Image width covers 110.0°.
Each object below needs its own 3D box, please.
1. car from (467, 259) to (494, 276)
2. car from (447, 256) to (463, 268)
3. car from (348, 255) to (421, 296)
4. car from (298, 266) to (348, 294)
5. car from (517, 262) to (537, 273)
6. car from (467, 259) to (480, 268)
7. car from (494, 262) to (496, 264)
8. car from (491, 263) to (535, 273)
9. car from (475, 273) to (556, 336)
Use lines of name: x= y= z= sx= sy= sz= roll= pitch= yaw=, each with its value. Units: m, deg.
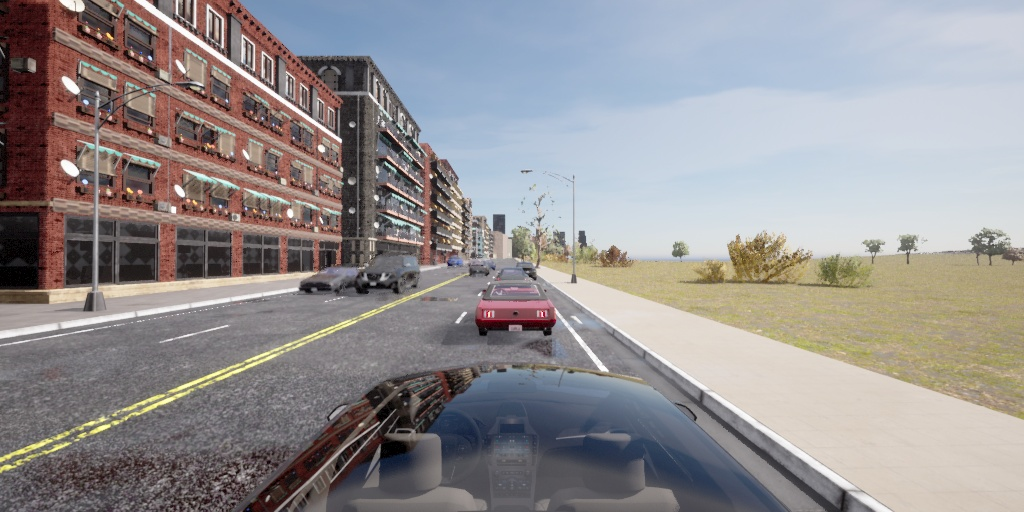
car: x=-3.241 y=1.245 z=36.524 sx=2.128 sy=1.511 sz=4.902 roll=0 pitch=0 yaw=0
car: x=-9.972 y=0.976 z=63.046 sx=2.150 sy=2.045 sz=5.566 roll=0 pitch=0 yaw=0
car: x=-6.646 y=0.975 z=19.908 sx=2.150 sy=2.045 sz=5.566 roll=0 pitch=0 yaw=0
car: x=-9.898 y=1.301 z=20.587 sx=2.033 sy=1.411 sz=5.357 roll=0 pitch=0 yaw=0
car: x=1.063 y=1.261 z=30.401 sx=1.837 sy=1.490 sz=4.892 roll=0 pitch=0 yaw=0
car: x=-6.726 y=1.281 z=62.977 sx=1.812 sy=1.442 sz=4.674 roll=0 pitch=0 yaw=0
car: x=-3.280 y=1.320 z=51.058 sx=1.994 sy=1.385 sz=4.181 roll=0 pitch=0 yaw=0
car: x=0.043 y=1.318 z=20.407 sx=1.994 sy=1.385 sz=4.181 roll=0 pitch=0 yaw=0
car: x=0.079 y=1.353 z=10.376 sx=1.895 sy=1.301 sz=4.718 roll=0 pitch=0 yaw=0
